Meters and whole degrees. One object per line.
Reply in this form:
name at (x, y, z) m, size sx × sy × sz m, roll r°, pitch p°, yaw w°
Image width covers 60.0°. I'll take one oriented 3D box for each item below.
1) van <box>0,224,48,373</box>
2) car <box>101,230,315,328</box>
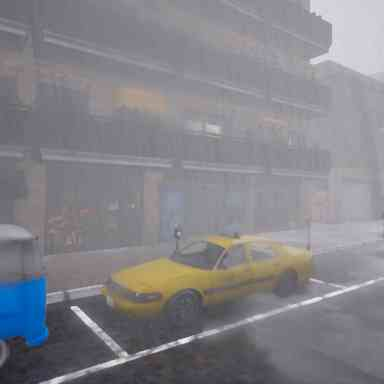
van at (-3.799, 1.339, 3.832) m, size 3.998 × 1.788 × 1.690 m, roll 0°, pitch 1°, yaw -35°
car at (0.595, 1.525, 6.970) m, size 4.829 × 1.417 × 1.752 m, roll 0°, pitch 1°, yaw -35°
